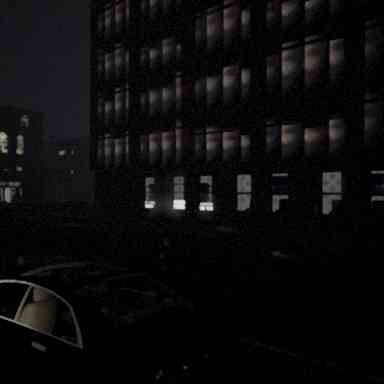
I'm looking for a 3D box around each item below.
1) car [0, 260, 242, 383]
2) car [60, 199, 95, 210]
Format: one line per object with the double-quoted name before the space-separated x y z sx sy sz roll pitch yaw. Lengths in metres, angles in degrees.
"car" -1.563 1.521 3.989 4.403 1.369 2.008 1 0 35
"car" -12.803 1.402 37.695 1.802 1.307 4.206 0 0 36
